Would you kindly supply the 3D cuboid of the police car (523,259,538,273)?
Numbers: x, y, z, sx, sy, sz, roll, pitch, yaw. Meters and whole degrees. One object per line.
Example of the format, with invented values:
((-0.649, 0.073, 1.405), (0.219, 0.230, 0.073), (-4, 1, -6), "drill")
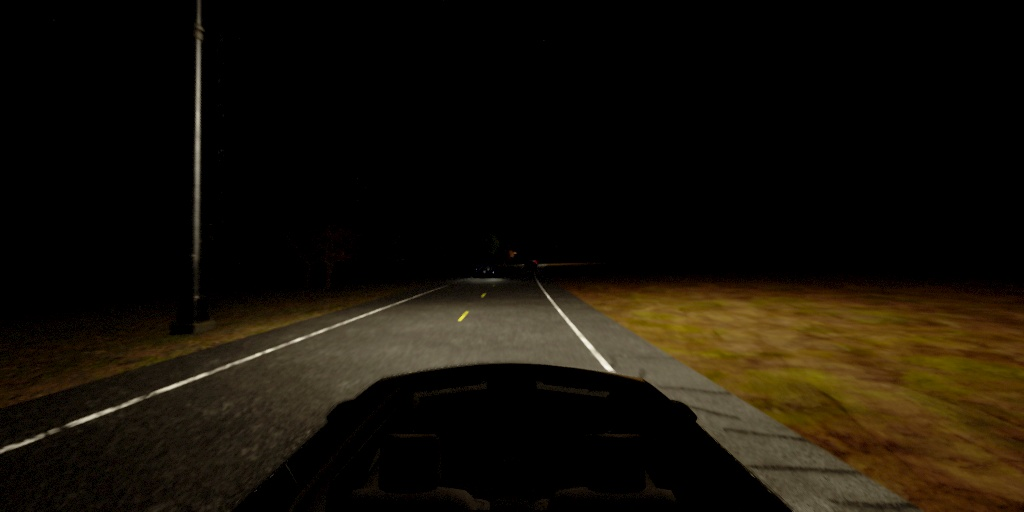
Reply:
((2.728, 1.649, 54.818), (1.930, 1.638, 5.238), (0, 0, 4), "police car")

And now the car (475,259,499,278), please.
((-2.721, 1.307, 39.749), (2.150, 2.045, 5.566), (0, 0, 3), "car")
